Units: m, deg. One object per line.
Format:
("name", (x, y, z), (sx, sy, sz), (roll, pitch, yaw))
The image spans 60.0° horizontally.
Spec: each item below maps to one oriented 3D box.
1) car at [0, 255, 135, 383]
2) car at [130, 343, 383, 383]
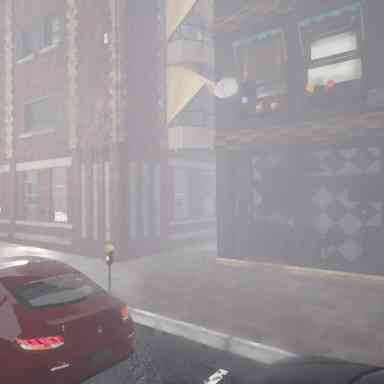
("car", (-2.633, 1.583, 4.720), (4.206, 1.307, 1.802), (0, -1, 35))
("car", (1.975, 1.566, 1.439), (4.313, 1.339, 1.947), (0, -1, 35))
